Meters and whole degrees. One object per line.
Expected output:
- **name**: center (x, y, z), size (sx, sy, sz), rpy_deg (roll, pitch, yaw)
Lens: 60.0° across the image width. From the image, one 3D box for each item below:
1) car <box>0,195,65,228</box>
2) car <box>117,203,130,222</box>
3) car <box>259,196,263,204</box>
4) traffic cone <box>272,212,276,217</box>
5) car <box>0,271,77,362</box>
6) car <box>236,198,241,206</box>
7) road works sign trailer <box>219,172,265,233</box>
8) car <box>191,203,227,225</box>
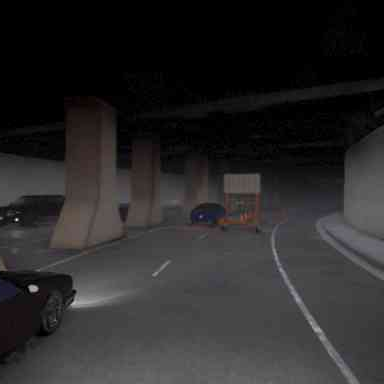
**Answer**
- **car**: center (-10.649, 1.215, 22.525), size (2.150, 2.045, 5.566), rpy_deg (0, 0, 16)
- **car**: center (-5.664, 1.608, 26.778), size (1.994, 1.385, 4.181), rpy_deg (0, 0, 19)
- **car**: center (13.341, 1.647, 63.393), size (2.097, 1.767, 4.553), rpy_deg (0, 0, 31)
- **traffic cone**: center (8.028, 2.115, 32.550), size (0.340, 0.580, 0.340), rpy_deg (0, 0, 20)
- **car**: center (-3.201, 1.537, 3.657), size (2.033, 1.411, 5.357), rpy_deg (0, 0, 4)
- **car**: center (7.294, 1.744, 59.980), size (1.837, 1.490, 4.892), rpy_deg (0, 0, 31)
- **road works sign trailer**: center (3.106, 0.551, 20.517), size (2.380, 3.560, 2.880), rpy_deg (0, 0, 20)
- **car**: center (1.423, 1.568, 25.339), size (1.882, 1.535, 5.008), rpy_deg (0, 0, 19)
